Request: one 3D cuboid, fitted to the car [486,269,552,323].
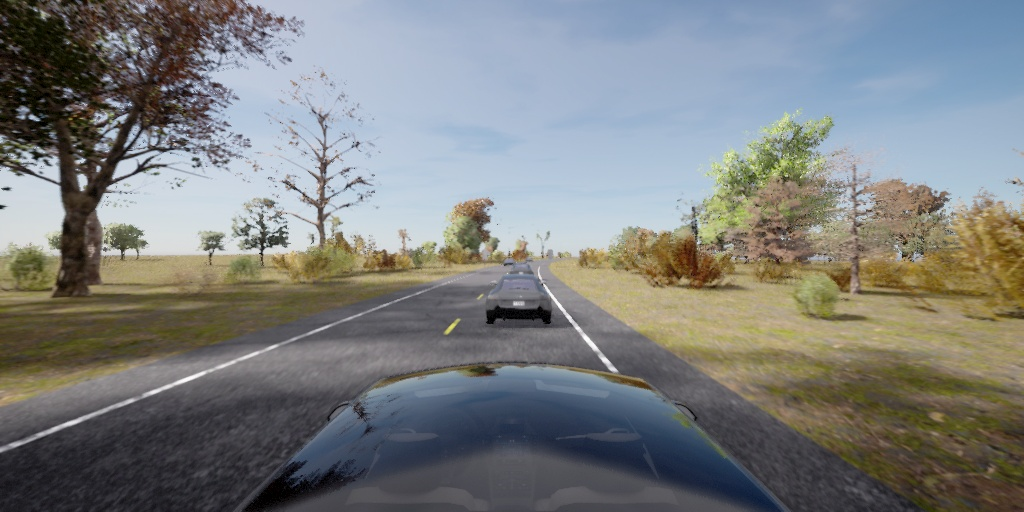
[{"bbox_3d":[0.226,1.302,12.059,1.994,1.385,4.181,0,0,1],"label":"car"}]

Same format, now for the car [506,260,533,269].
[{"bbox_3d":[0.787,1.274,29.594,1.994,1.385,4.181,0,0,3],"label":"car"}]

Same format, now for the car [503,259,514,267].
[{"bbox_3d":[-0.395,1.192,63.469,2.033,1.411,5.357,0,0,6],"label":"car"}]
